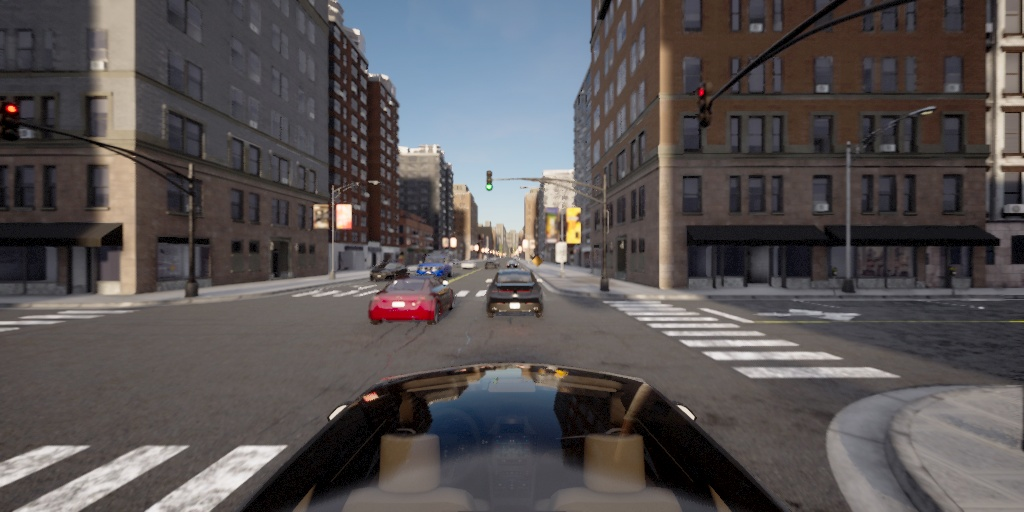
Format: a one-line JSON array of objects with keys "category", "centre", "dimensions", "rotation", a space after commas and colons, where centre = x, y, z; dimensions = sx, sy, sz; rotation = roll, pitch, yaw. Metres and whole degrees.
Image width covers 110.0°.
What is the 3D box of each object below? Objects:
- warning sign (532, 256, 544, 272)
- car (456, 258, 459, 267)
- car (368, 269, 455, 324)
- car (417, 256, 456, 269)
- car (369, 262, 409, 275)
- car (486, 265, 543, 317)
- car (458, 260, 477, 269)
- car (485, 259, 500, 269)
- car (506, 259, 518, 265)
[{"category": "warning sign", "centre": [2.845, 0.874, 39.618], "dimensions": [1.300, 1.860, 1.060], "rotation": [0, 0, 0]}, {"category": "car", "centre": [-9.758, 1.030, 61.249], "dimensions": [2.033, 1.411, 5.357], "rotation": [0, 0, 0]}, {"category": "car", "centre": [-3.156, 1.311, 11.994], "dimensions": [1.994, 1.385, 4.181], "rotation": [0, 0, 0]}, {"category": "car", "centre": [-6.583, 0.977, 30.996], "dimensions": [2.150, 2.045, 5.566], "rotation": [0, 0, 0]}, {"category": "car", "centre": [-9.850, 1.232, 29.067], "dimensions": [1.882, 1.535, 5.008], "rotation": [0, 0, 0]}, {"category": "car", "centre": [0.093, 1.245, 13.168], "dimensions": [1.837, 1.490, 4.892], "rotation": [0, 0, 0]}, {"category": "car", "centre": [-6.546, 1.369, 54.917], "dimensions": [1.895, 1.301, 4.718], "rotation": [0, 0, 1]}, {"category": "car", "centre": [-3.257, 1.273, 56.247], "dimensions": [1.837, 1.490, 4.892], "rotation": [0, 0, 0]}, {"category": "car", "centre": [-0.007, 1.370, 56.694], "dimensions": [1.895, 1.301, 4.718], "rotation": [0, 0, 0]}]
